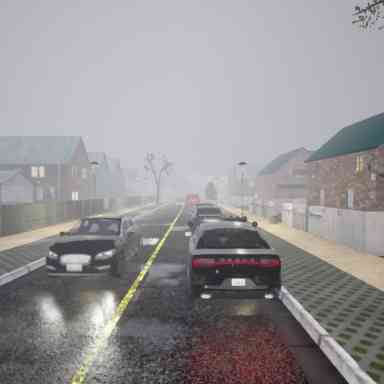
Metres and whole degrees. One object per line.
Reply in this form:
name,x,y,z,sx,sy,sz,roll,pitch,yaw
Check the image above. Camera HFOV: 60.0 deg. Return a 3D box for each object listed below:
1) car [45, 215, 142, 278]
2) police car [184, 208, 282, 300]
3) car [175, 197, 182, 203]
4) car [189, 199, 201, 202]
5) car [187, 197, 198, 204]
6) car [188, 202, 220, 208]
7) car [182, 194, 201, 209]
car,-2.729,1.491,10.171,2.128,1.511,4.902,0,0,0
police car,0.842,1.424,8.584,1.930,1.638,5.238,0,0,0
car,-2.598,1.724,72.803,1.994,1.385,4.181,0,0,0
car,0.875,1.519,24.476,1.837,1.490,4.892,0,0,0
car,0.137,1.677,66.015,2.033,1.411,5.357,0,0,0
car,0.863,1.512,18.475,1.837,1.490,4.892,0,0,0
car,0.132,1.281,46.789,2.150,2.045,5.566,0,0,1
